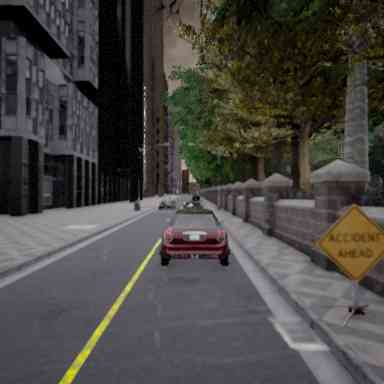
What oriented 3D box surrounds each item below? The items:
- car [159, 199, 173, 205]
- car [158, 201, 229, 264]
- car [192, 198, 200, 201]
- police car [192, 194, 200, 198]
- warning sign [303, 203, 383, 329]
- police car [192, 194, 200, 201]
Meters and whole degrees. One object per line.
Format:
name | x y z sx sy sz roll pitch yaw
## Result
car | -3.074 1.564 41.901 1.994 1.385 4.181 0 0 0
car | 0.088 1.364 11.959 2.097 1.767 4.553 0 0 0
car | 0.100 1.535 29.017 1.812 1.442 4.674 0 0 0
police car | 0.923 1.363 75.629 1.930 1.638 5.238 0 0 0
warning sign | 2.702 1.124 5.527 1.300 1.860 1.060 -1 -1 0
police car | 0.926 1.338 85.631 1.930 1.638 5.238 0 0 0
